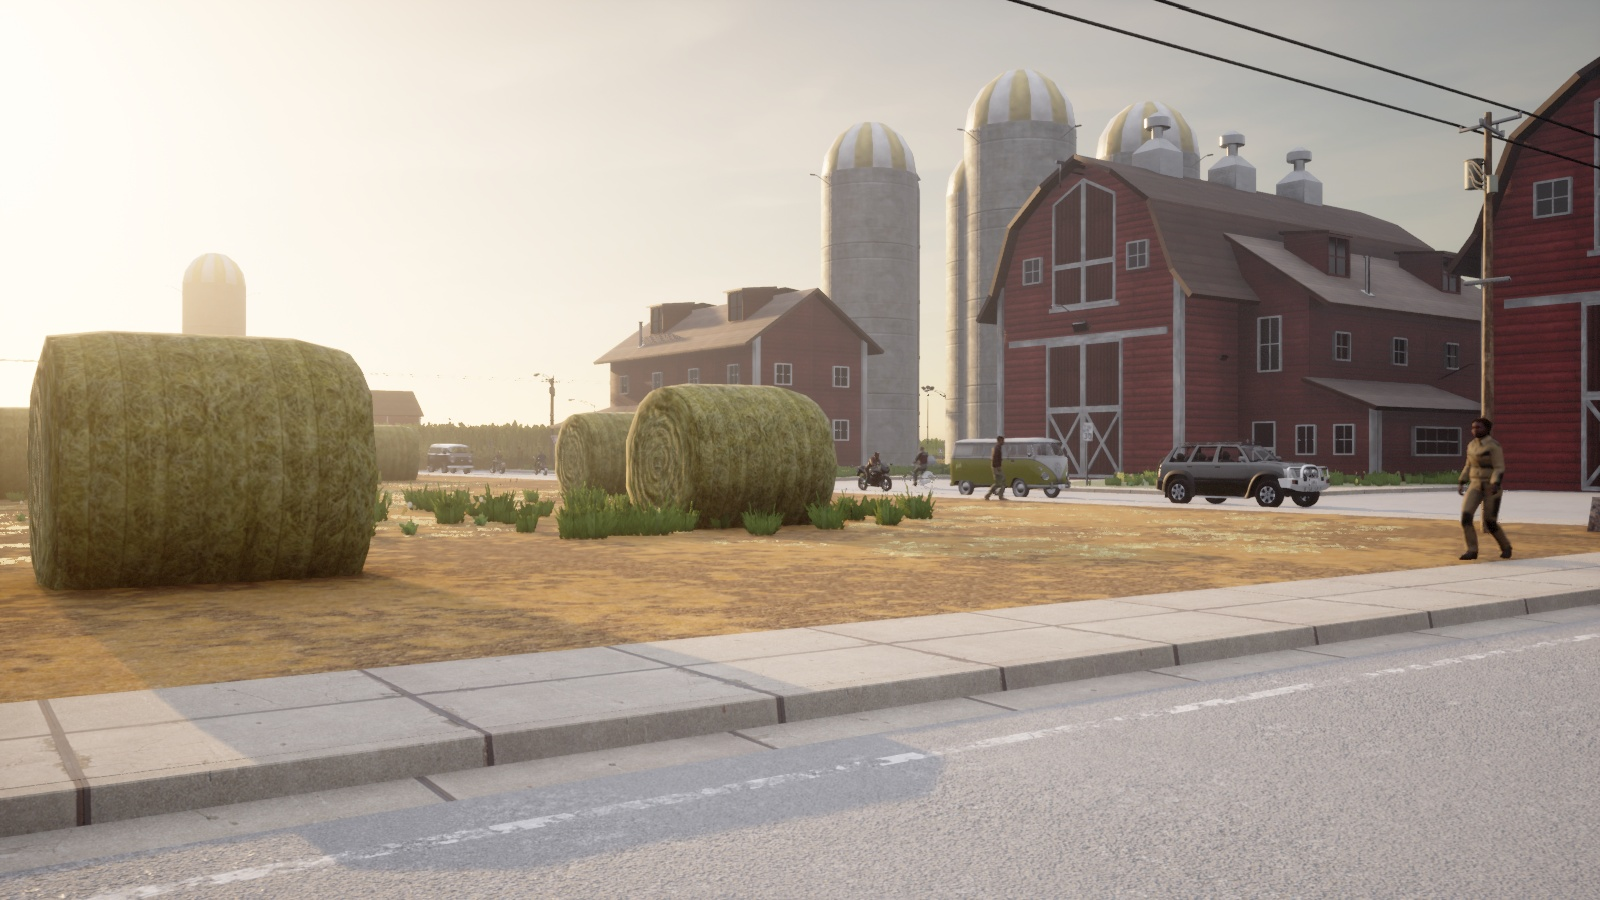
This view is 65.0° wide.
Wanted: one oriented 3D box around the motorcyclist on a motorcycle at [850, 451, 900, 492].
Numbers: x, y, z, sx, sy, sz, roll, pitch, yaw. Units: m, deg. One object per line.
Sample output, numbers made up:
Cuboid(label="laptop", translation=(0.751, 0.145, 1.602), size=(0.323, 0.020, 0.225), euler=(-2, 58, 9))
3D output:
Cuboid(label="motorcyclist on a motorcycle", translation=(2.848, 0.810, 47.760), size=(0.797, 1.523, 2.044), euler=(0, 0, -36))

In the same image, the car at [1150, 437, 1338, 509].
Cuboid(label="car", translation=(12.212, 0.591, 34.812), size=(1.932, 1.855, 4.605), euler=(0, 0, -36))

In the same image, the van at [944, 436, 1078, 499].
Cuboid(label="van", translation=(6.999, 0.559, 42.020), size=(1.775, 1.987, 4.442), euler=(0, 0, -36))

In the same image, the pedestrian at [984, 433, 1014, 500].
Cuboid(label="pedestrian", translation=(5.487, 0.449, 34.681), size=(0.703, 1.840, 0.431), euler=(0, 0, 30))

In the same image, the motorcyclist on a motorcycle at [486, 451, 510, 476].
Cuboid(label="motorcyclist on a motorcycle", translation=(-20.838, 0.924, 86.484), size=(0.766, 1.649, 2.350), euler=(0, 0, -36))

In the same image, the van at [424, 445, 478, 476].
Cuboid(label="van", translation=(-23.406, 0.697, 84.059), size=(2.069, 2.038, 4.480), euler=(0, 0, -36))

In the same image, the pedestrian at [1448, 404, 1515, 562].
Cuboid(label="pedestrian", translation=(8.529, 0.407, 15.718), size=(0.692, 1.930, 0.396), euler=(0, 0, -24))

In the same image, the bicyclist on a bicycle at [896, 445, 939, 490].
Cuboid(label="bicyclist on a bicycle", translation=(4.773, 0.696, 51.073), size=(0.659, 1.776, 1.843), euler=(0, 1, -36))
